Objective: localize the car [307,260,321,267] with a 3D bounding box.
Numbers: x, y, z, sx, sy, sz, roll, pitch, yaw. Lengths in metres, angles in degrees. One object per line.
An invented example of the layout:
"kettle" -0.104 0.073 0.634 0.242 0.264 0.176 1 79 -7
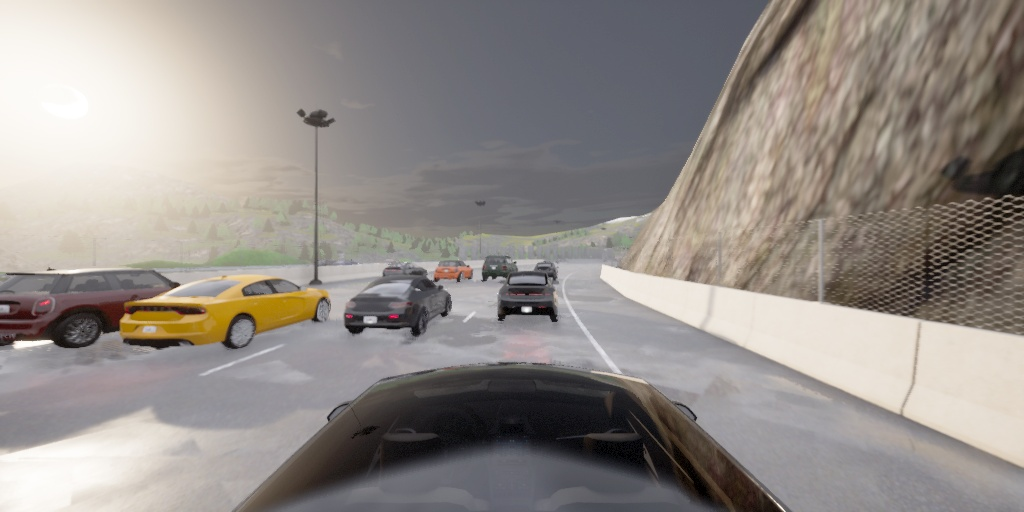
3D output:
"car" -25.507 1.213 48.844 2.128 1.511 4.902 0 0 15

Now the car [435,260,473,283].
"car" -4.555 1.112 28.615 2.097 1.767 4.553 0 0 9

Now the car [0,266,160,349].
"car" -10.117 1.082 9.300 2.097 1.767 4.553 0 0 2

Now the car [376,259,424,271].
"car" -8.221 1.241 27.854 2.128 1.511 4.902 0 0 9

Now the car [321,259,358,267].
"car" -22.297 1.254 47.287 1.812 1.442 4.674 0 0 15

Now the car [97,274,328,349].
"car" -6.632 1.216 9.139 1.882 1.535 5.008 0 0 2

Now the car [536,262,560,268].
"car" 2.937 1.286 30.844 1.837 1.490 4.892 0 0 10

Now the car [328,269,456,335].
"car" -3.081 1.275 10.374 1.812 1.442 4.674 0 0 3

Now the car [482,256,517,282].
"car" -0.923 0.991 29.299 2.150 2.045 5.566 0 0 10

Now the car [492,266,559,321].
"car" 0.581 1.265 12.552 1.837 1.490 4.892 0 0 4
